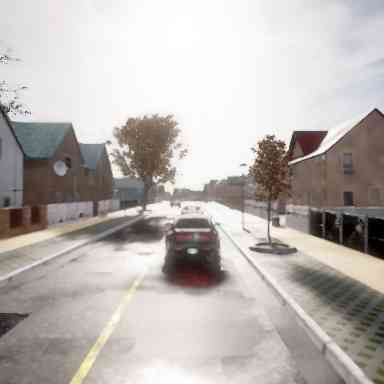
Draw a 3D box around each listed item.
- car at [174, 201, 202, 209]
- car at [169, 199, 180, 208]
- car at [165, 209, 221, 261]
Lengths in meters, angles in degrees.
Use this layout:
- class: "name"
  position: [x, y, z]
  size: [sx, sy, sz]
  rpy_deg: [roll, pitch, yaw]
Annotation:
- class: "car"
  position: [0.013, 1.699, 25.456]
  size: [2.033, 1.411, 5.357]
  rpy_deg: [0, 0, 1]
- class: "car"
  position: [-2.835, 1.952, 57.889]
  size: [2.128, 1.511, 4.902]
  rpy_deg: [0, -1, 0]
- class: "car"
  position: [0.038, 1.569, 12.457]
  size: [1.837, 1.490, 4.892]
  rpy_deg: [0, -1, 0]
